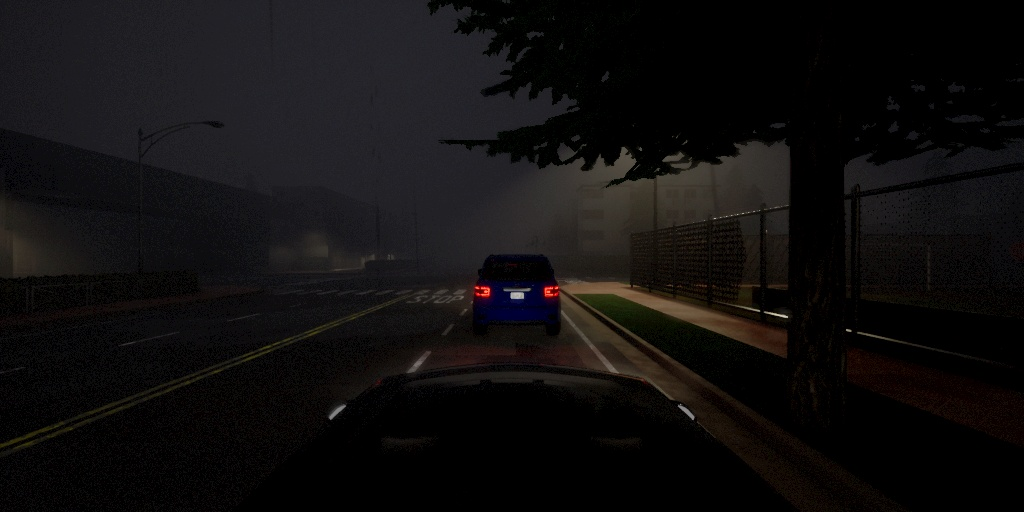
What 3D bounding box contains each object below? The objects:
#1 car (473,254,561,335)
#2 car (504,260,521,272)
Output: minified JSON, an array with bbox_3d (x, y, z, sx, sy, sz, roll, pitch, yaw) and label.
[{"bbox_3d":[0.124,0.972,10.642,2.150,2.045,5.566,0,0,0],"label":"car"},{"bbox_3d":[0.064,1.241,46.254,2.128,1.511,4.902,0,0,-1],"label":"car"}]
